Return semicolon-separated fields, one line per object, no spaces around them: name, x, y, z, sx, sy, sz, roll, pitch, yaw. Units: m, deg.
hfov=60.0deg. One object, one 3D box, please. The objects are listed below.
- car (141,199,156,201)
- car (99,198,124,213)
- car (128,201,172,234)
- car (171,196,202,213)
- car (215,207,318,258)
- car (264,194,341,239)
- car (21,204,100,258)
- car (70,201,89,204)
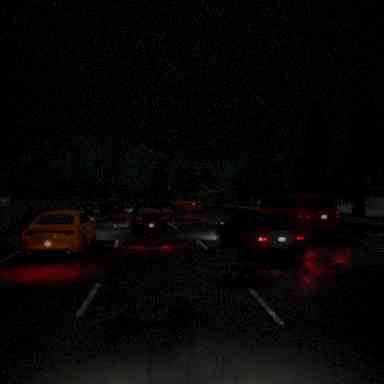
car;-4.615;1.416;34.875;1.994;1.385;4.181;0;0;-25
car;-8.607;1.338;35.223;1.882;1.535;5.008;0;0;-26
car;-2.548;1.447;18.616;1.812;1.442;4.674;0;0;-14
car;-0.657;1.195;34.631;2.097;1.767;4.553;0;0;-23
car;2.325;1.483;12.599;2.033;1.411;5.357;0;0;-9
car;5.086;1.131;16.714;2.150;2.045;5.566;0;0;-11
car;-4.862;1.432;12.682;1.882;1.535;5.008;0;0;-10
car;-10.814;1.483;31.832;1.895;1.301;4.718;0;0;-25
